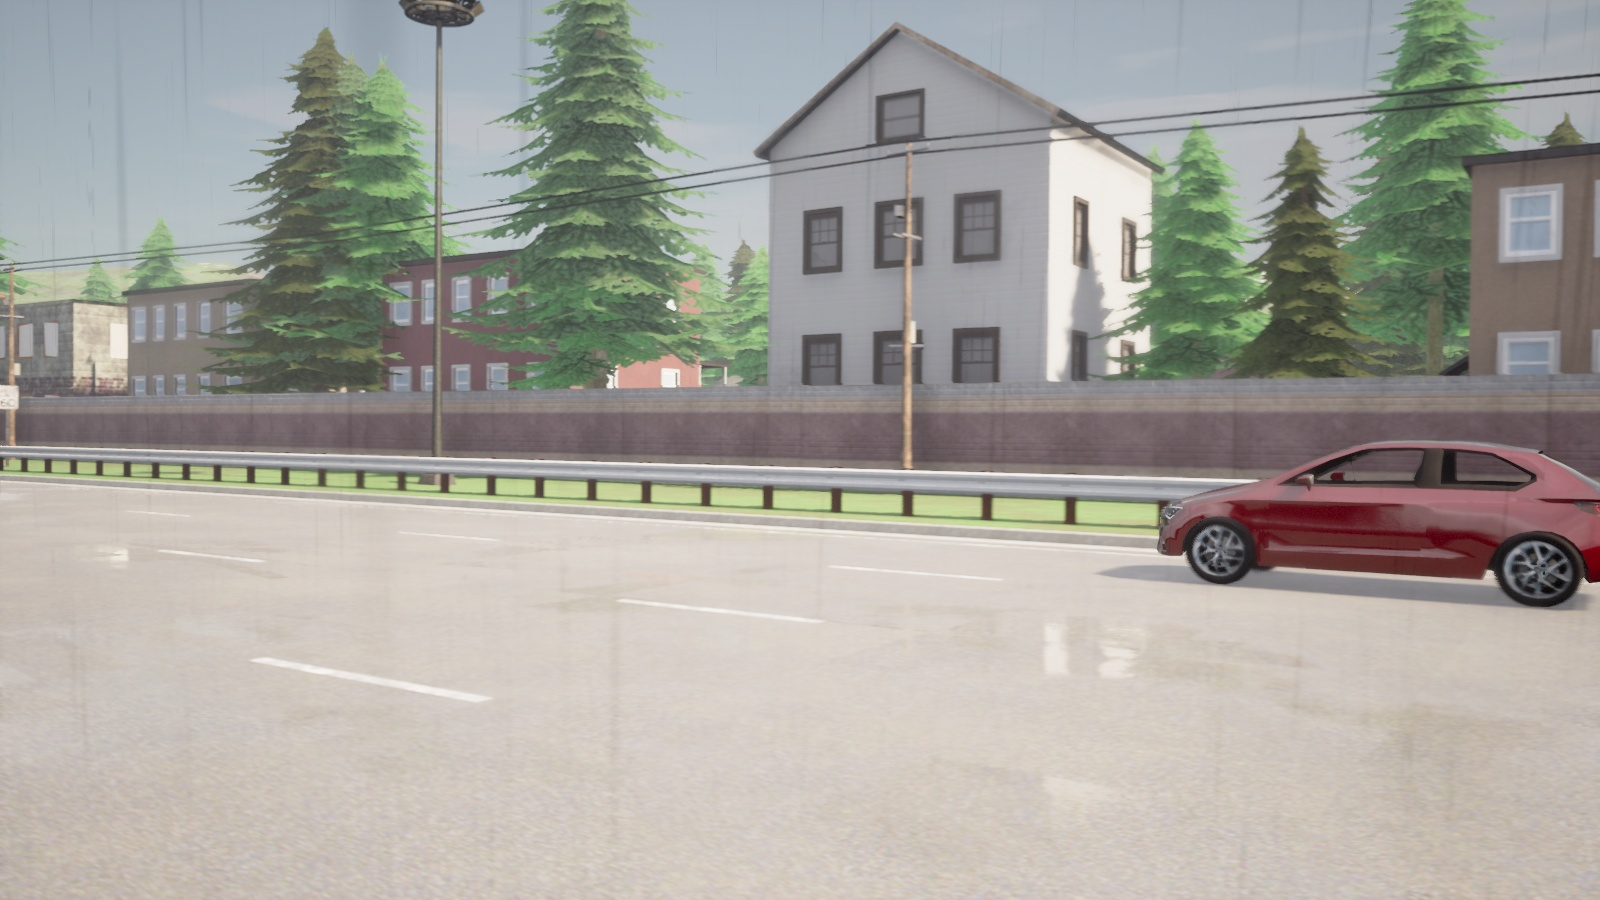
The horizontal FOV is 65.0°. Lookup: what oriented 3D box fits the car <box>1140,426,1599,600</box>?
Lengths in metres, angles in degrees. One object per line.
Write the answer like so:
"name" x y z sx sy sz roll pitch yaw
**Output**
"car" 5.726 0.524 12.424 4.193 1.474 1.816 0 1 34
